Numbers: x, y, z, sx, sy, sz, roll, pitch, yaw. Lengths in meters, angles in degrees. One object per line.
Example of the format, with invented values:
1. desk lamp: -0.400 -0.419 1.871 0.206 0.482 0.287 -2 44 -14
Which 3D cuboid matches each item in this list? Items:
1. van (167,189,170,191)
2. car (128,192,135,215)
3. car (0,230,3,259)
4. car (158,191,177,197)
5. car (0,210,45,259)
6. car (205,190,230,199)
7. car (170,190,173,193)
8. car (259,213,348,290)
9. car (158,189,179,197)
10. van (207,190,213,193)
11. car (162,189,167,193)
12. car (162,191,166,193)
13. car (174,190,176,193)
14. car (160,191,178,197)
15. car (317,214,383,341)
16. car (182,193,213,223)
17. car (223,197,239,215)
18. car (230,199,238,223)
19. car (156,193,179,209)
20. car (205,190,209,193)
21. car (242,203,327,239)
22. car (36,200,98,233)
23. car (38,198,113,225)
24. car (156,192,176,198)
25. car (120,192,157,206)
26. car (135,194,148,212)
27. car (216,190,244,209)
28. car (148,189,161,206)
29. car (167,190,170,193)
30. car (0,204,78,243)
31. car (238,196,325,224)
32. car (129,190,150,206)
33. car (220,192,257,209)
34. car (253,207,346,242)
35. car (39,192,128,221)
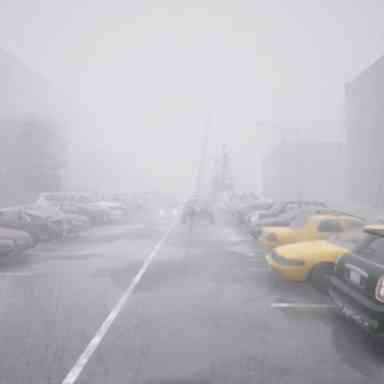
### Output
1. van: -6.733 0.639 60.833 4.442 1.987 1.878 0 1 1
2. car: -7.334 1.105 27.193 4.553 1.767 2.185 0 1 1
3. car: -7.571 1.443 7.769 4.892 1.521 2.231 0 0 1
4. car: -6.445 0.590 88.770 4.792 1.488 2.163 0 1 1
5. car: -7.529 1.451 10.559 4.674 1.452 2.002 0 1 1
6. car: 5.699 0.493 74.912 5.566 2.045 2.435 0 1 1
7. car: -6.769 0.805 66.424 4.892 1.521 2.231 0 1 1
8. car: 4.587 1.466 8.189 5.366 1.575 1.946 0 1 1
9. car: -6.408 0.279 91.560 5.566 2.045 2.435 0 1 1
10. van: 5.750 0.549 72.120 4.442 1.987 1.878 0 1 1
11. car: -6.956 0.800 55.249 4.553 1.767 2.185 0 1 1
12. car: -6.961 0.996 52.458 4.674 1.452 2.002 0 1 1
13. car: -6.848 0.709 74.806 5.366 1.575 1.946 0 1 1
14. car: -6.399 0.504 94.297 5.008 1.535 2.097 0 1 0
15. car: 4.703 1.372 5.245 4.553 1.767 2.185 0 0 1
16. car: 0.405 1.158 23.921 2.097 1.767 4.553 0 1 1
17. car: 5.008 1.317 25.940 4.674 1.452 2.002 0 1 1
18. car: 4.960 1.372 19.939 4.792 1.488 2.163 0 1 1
19. car: -2.604 1.151 37.891 1.837 1.490 4.892 0 1 1
20. car: 0.637 0.970 41.223 2.097 1.767 4.553 0 1 1
21. car: 4.859 1.406 14.189 4.892 1.521 2.231 0 1 1
22. car: -7.458 1.351 16.146 4.892 1.521 2.231 0 1 1
23. car: -7.408 1.320 18.938 5.008 1.535 2.097 0 1 1
24. car: -6.579 0.651 83.184 4.792 1.488 2.163 0 1 1
25. car: -7.044 0.921 44.077 4.553 1.767 2.185 0 1 1
26. car: -7.196 1.198 32.903 4.792 1.488 2.163 0 1 1
27. car: 5.118 0.963 31.687 5.566 2.045 2.435 0 1 1
28. car: -7.140 0.826 41.281 5.566 2.045 2.435 0 1 1
29. car: -6.884 0.896 57.919 5.008 1.535 2.097 0 1 1
30. car: -7.484 1.383 13.228 4.892 1.521 2.231 0 1 1
31. car: 4.923 1.249 16.999 4.553 1.767 2.185 0 1 1
32. car: -7.220 1.012 35.698 4.553 1.767 2.185 0 1 1
33. car: 5.020 1.119 28.876 4.553 1.767 2.185 0 1 1
34. car: 4.997 1.435 11.124 5.366 1.575 1.946 0 1 1
35. car: -7.347 1.038 21.729 5.566 2.045 2.435 0 1 1
